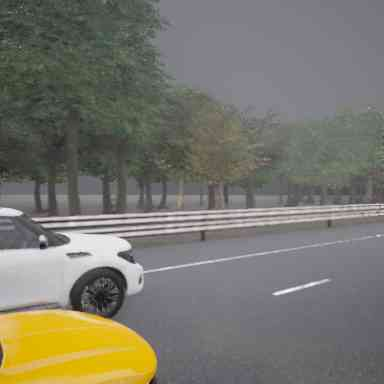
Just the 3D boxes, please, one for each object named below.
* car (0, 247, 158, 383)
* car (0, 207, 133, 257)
[{"bbox_3d":[-2.547,1.477,1.930,5.008,1.535,1.882,0,0,-36],"label":"car"},{"bbox_3d":[-3.589,1.222,5.499,5.566,2.045,2.150,0,0,-36],"label":"car"}]
